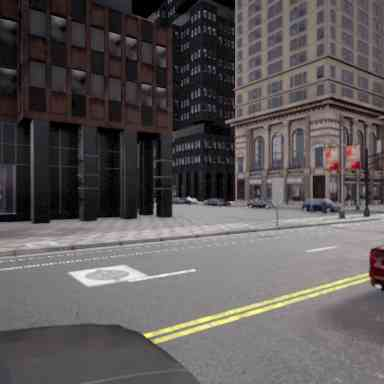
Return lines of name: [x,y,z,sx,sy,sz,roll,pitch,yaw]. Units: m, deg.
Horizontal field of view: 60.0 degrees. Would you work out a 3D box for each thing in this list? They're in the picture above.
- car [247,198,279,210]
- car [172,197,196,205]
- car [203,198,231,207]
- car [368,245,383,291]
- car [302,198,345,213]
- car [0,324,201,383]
car: [9.618,1.617,45.303,2.128,1.511,4.902,0,0,-35]
car: [-2.175,1.699,62.083,2.033,1.411,5.357,0,0,-35]
car: [3.931,1.685,53.372,2.033,1.411,5.357,0,0,-35]
car: [6.112,1.503,7.798,5.008,1.535,1.882,0,0,-36]
car: [14.890,1.467,37.835,2.097,1.767,4.553,0,0,-35]
car: [-2.392,1.545,1.739,5.357,1.411,2.033,0,0,-35]
